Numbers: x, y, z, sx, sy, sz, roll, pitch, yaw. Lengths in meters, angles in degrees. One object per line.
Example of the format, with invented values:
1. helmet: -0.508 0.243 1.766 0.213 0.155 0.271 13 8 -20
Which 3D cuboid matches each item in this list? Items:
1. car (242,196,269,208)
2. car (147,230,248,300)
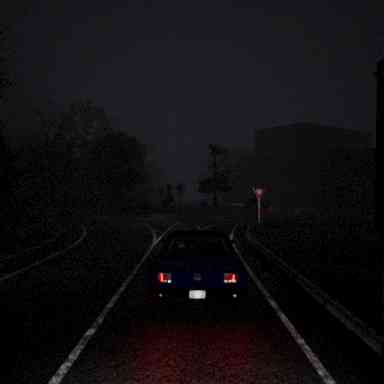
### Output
1. car: 8.431 1.279 44.509 2.128 1.511 4.902 0 0 -19
2. car: 0.155 1.595 8.335 1.895 1.301 4.718 0 0 1
